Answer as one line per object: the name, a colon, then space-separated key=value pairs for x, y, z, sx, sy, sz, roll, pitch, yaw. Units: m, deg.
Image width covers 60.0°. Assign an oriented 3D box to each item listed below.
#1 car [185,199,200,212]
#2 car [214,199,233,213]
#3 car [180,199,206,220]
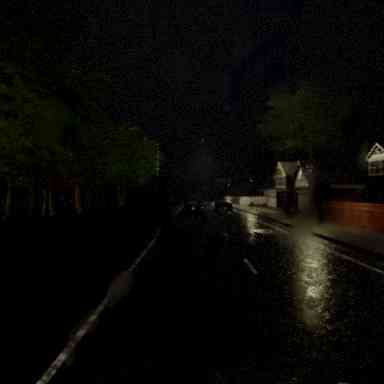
car: x=0.083 y=1.628 z=41.416 sx=1.812 sy=1.442 sz=4.674 roll=0 pitch=0 yaw=0
car: x=3.600 y=1.574 z=38.776 sx=2.128 sy=1.511 sz=4.902 roll=0 pitch=0 yaw=0
car: x=0.095 y=1.376 z=28.792 sx=2.097 sy=1.767 sz=4.553 roll=0 pitch=0 yaw=0
